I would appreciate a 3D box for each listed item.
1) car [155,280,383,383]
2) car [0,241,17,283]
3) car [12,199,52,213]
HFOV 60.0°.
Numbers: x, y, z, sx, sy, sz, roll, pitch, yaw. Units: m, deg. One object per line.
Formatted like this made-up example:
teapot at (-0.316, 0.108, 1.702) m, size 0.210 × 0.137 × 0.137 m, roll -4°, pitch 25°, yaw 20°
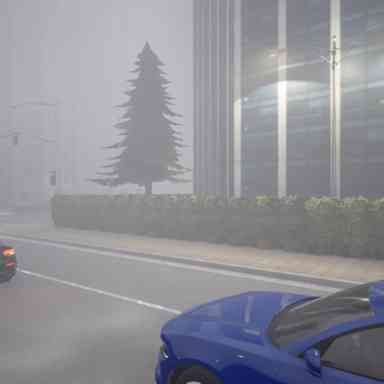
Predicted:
car at (1.923, 1.478, 2.622) m, size 5.008 × 1.535 × 1.882 m, roll 0°, pitch 0°, yaw 36°
car at (-6.203, 1.526, 8.376) m, size 4.674 × 1.442 × 1.812 m, roll 0°, pitch 0°, yaw 36°
car at (-17.212, 1.547, 37.467) m, size 2.033 × 1.411 × 5.357 m, roll 0°, pitch 0°, yaw 36°
